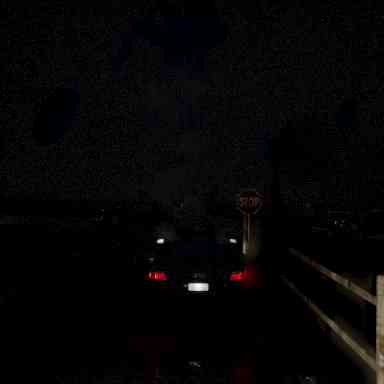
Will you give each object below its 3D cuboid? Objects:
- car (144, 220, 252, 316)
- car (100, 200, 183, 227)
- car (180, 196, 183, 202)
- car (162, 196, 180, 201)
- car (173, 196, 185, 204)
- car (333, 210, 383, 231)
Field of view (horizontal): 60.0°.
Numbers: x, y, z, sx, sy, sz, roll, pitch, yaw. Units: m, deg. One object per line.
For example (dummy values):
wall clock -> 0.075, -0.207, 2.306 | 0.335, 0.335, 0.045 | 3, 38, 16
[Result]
car -> 0.112, 1.567, 7.595 | 1.994, 1.385, 4.181 | 0, 0, 0
car -> -3.219, 1.421, 20.886 | 4.902, 1.511, 2.128 | 2, 0, 0
car -> -2.734, 1.600, 47.441 | 1.994, 1.385, 4.181 | 0, 0, 0
car -> -2.763, 1.518, 37.446 | 2.128, 1.511, 4.902 | 0, 0, 0
car -> -2.612, 1.619, 68.234 | 2.033, 1.411, 5.357 | 0, 0, 1
car -> 12.643, 2.058, 23.767 | 4.892, 1.490, 1.837 | 2, 0, -2
